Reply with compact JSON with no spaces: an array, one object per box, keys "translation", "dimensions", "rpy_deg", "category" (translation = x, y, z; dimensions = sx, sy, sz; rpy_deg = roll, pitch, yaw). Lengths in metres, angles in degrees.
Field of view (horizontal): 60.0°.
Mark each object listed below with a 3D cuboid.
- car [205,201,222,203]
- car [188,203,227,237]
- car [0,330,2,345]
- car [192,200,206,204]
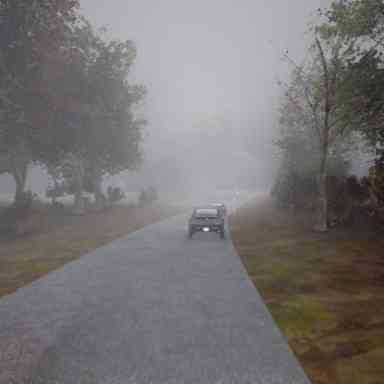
[{"translation":[2.845,1.843,36.744],"dimensions":[1.812,1.442,4.674],"rpy_deg":[0,-1,8],"category":"car"},{"translation":[0.855,1.585,18.586],"dimensions":[1.837,1.490,4.892],"rpy_deg":[0,-1,4],"category":"car"},{"translation":[-2.784,1.500,1.292],"dimensions":[1.837,1.490,4.892],"rpy_deg":[0,0,0],"category":"car"},{"translation":[1.136,1.875,44.448],"dimensions":[1.837,1.490,4.892],"rpy_deg":[1,0,10],"category":"car"}]
